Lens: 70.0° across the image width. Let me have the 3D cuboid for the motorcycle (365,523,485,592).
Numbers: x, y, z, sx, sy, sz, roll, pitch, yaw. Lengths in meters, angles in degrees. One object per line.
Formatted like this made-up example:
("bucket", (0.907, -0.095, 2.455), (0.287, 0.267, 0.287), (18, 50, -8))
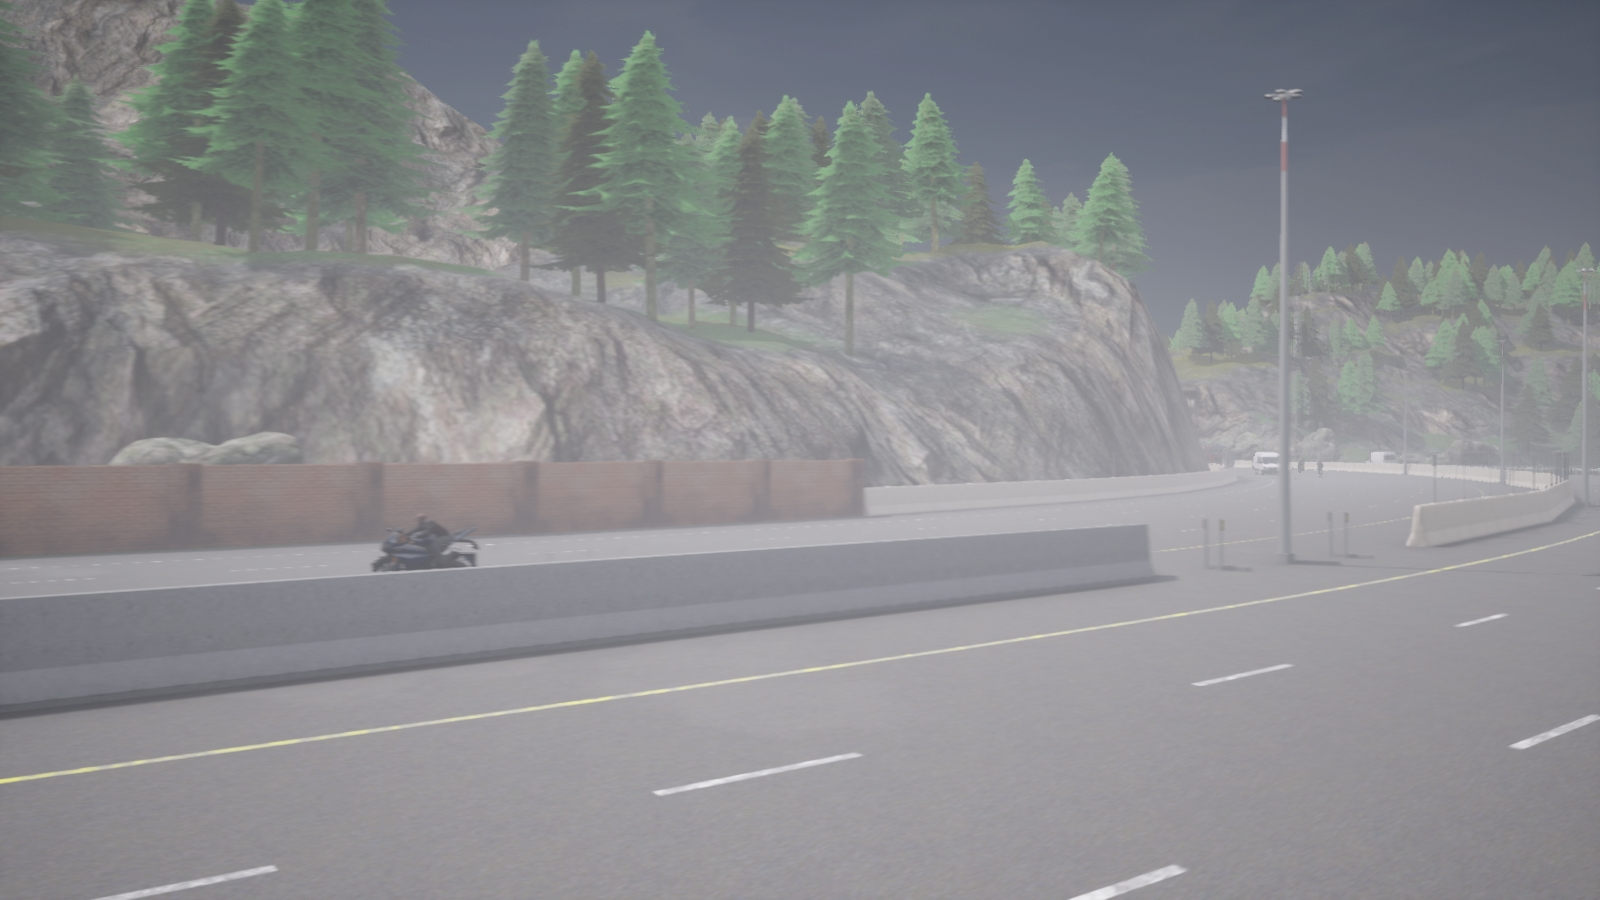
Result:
("motorcycle", (-7.805, 2.209, 23.814), (2.209, 1.251, 0.867), (0, -1, -36))
